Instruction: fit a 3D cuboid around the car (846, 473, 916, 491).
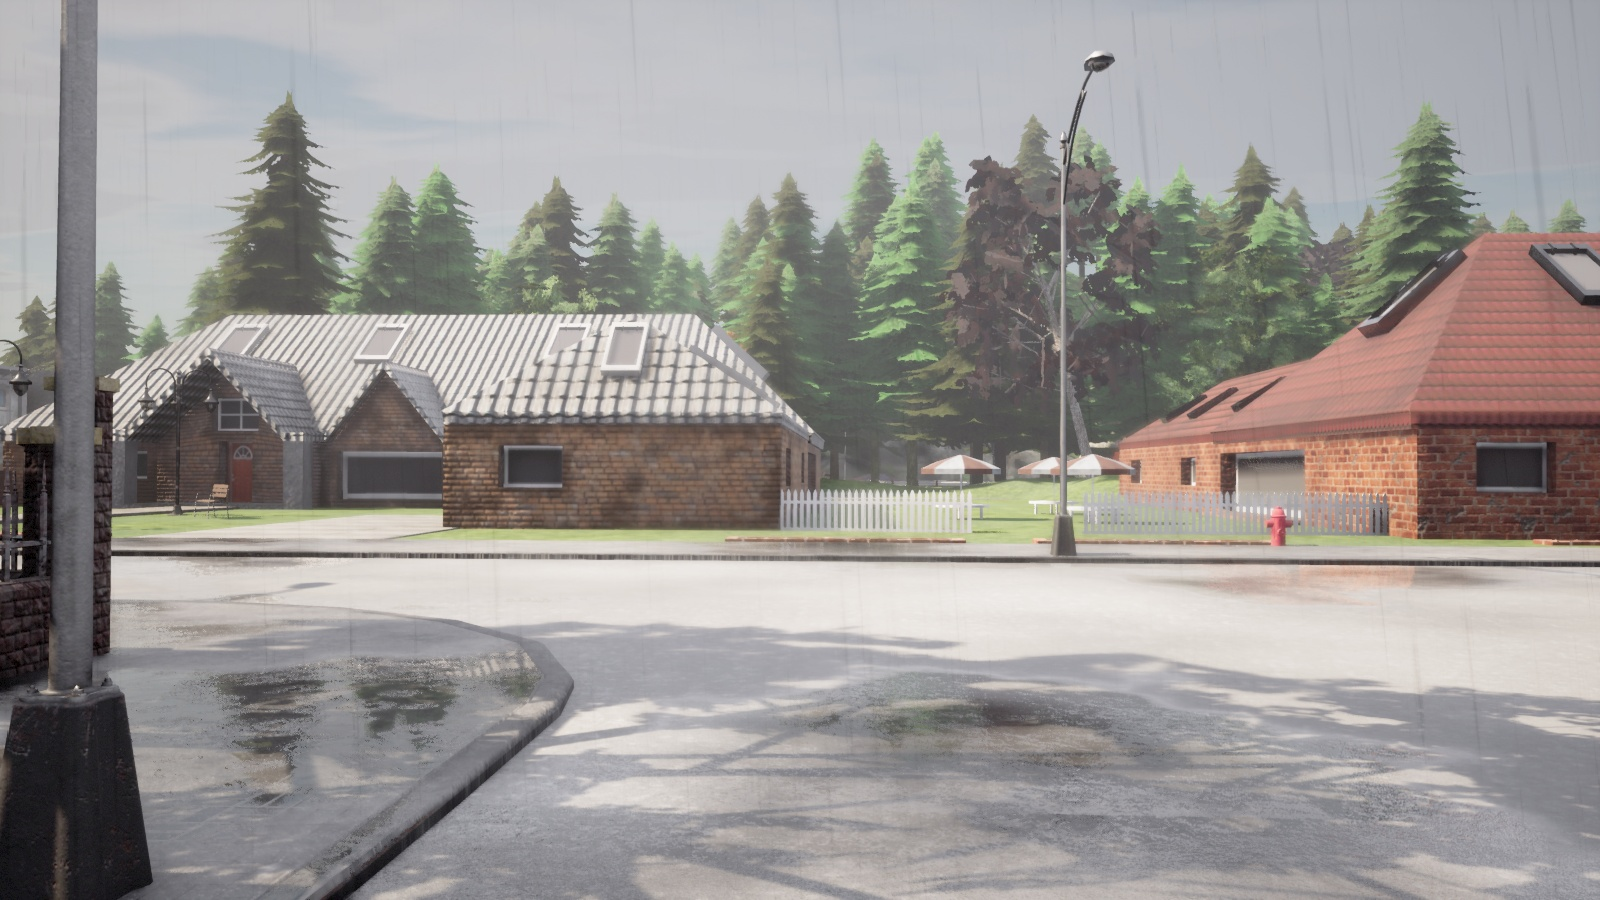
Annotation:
[{"bbox_3d":[6.286,2.473,97.687,5.357,1.411,2.033,0,-1,2],"label":"car"}]
